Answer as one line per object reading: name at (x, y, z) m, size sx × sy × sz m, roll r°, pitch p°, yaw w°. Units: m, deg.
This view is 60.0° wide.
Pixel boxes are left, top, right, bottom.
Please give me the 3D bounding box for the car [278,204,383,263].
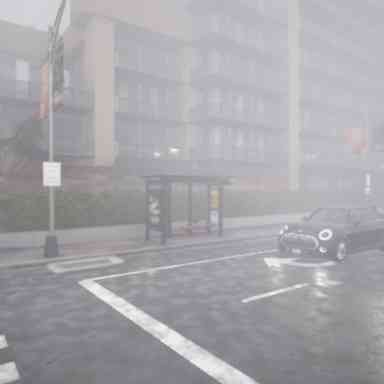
car at (5.179, 1.296, 11.913) m, size 4.553 × 1.767 × 2.097 m, roll 0°, pitch 0°, yaw -35°
